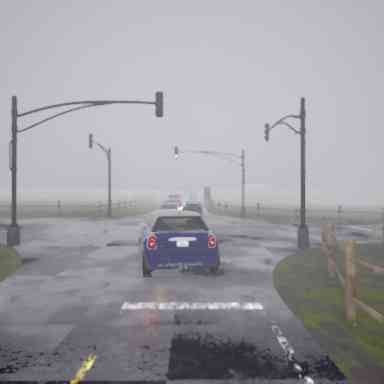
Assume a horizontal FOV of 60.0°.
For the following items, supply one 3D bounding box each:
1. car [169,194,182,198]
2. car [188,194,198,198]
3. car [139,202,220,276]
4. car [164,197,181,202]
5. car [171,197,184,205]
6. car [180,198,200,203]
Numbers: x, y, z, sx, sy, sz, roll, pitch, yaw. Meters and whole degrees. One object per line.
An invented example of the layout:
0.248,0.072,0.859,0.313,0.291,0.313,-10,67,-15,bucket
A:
-2.707,1.320,51.543,2.150,2.045,5.566,0,0,0,car
0.191,1.390,82.779,2.150,2.045,5.566,0,0,0,car
-0.600,1.370,10.700,2.097,1.767,4.553,0,0,-10,car
-2.810,1.644,42.078,1.994,1.385,4.181,0,0,0,car
-2.645,1.669,62.209,2.033,1.411,5.357,0,0,0,car
0.092,1.560,31.058,1.837,1.490,4.892,0,0,0,car
